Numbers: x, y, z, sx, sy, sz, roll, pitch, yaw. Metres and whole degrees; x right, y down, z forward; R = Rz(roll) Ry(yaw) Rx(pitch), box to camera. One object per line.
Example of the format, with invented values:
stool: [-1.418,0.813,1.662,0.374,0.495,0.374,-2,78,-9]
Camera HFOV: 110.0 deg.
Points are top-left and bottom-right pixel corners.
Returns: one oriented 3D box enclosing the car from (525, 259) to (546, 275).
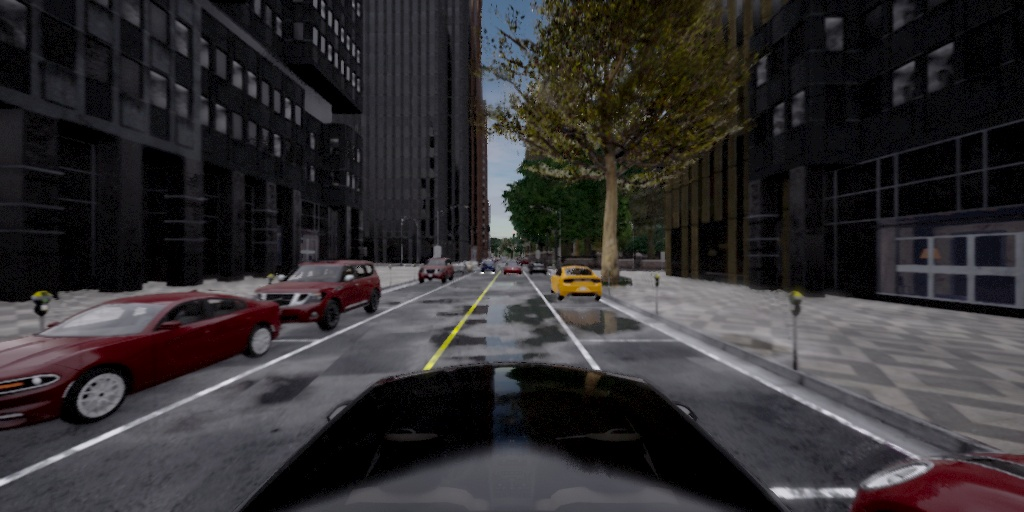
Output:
car: [2.759,1.312,38.857,1.948,1.339,4.313,0,0,0]

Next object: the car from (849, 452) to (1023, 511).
car: [2.762,1.190,0.265,1.967,1.591,4.097,0,0,0]

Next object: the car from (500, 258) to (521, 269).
car: [-0.644,1.367,52.461,1.895,1.301,4.718,0,0,-21]

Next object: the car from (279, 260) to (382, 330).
car: [-5.764,1.063,11.285,2.192,1.841,5.009,0,0,0]

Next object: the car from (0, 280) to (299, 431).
car: [-5.763,1.294,5.772,1.888,1.381,4.507,0,0,0]

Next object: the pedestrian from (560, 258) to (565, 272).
pedestrian: [2.954,1.040,20.593,0.375,1.860,0.375,0,0,0]

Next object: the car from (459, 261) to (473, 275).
car: [-5.766,1.297,38.847,2.007,1.370,4.403,0,0,0]

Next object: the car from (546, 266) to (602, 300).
car: [2.998,1.225,17.587,1.882,1.535,5.008,0,0,0]

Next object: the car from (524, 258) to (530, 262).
car: [2.758,1.297,44.370,2.007,1.370,4.403,0,0,0]

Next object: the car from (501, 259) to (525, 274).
car: [0.066,1.308,40.009,1.994,1.385,4.181,0,0,0]

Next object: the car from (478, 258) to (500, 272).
car: [-3.016,1.294,47.085,2.033,1.411,5.357,0,0,0]

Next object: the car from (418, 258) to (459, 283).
car: [-5.765,1.061,27.822,2.192,1.841,5.009,0,0,0]
